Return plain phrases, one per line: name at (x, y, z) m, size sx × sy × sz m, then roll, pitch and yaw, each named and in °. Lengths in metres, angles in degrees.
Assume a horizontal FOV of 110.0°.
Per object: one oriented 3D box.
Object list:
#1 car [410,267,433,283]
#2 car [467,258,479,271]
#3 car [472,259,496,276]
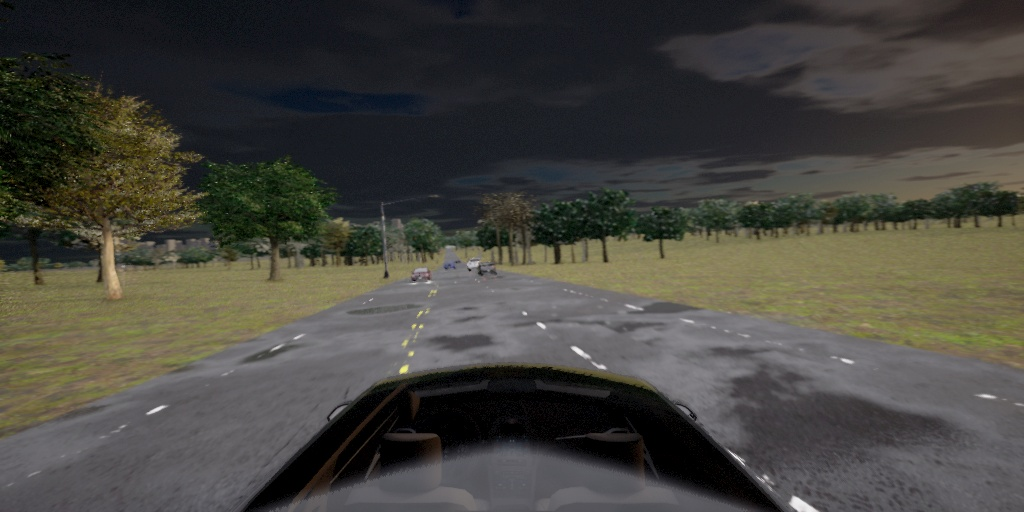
car at (-9.354, 1.911, 37.246) m, size 1.812 × 1.442 × 4.674 m, roll -4°, pitch 0°, yaw -10°
car at (-6.368, 1.405, 60.279) m, size 2.150 × 2.045 × 5.566 m, roll -4°, pitch 0°, yaw -10°
car at (-2.986, 1.419, 41.255) m, size 2.128 × 1.511 × 4.902 m, roll -4°, pitch 0°, yaw -10°
